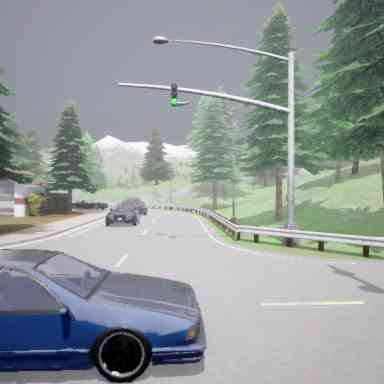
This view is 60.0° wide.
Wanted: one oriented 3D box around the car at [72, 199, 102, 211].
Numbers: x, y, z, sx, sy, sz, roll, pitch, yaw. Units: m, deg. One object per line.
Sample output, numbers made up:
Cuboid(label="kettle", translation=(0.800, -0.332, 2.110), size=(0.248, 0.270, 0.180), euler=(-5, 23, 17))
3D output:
Cuboid(label="car", translation=(-12.654, 1.567, 40.478), size=(4.718, 1.301, 1.895), euler=(0, 0, 12))

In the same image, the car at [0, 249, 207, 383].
Cuboid(label="car", translation=(-2.518, 1.573, 4.695), size=(5.357, 1.411, 2.033), euler=(0, 0, -3))

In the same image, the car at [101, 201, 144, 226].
Cuboid(label="car", translation=(-4.731, 1.542, 23.176), size=(1.994, 1.385, 4.181), euler=(0, 0, -4))

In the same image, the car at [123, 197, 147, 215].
Cuboid(label="car", translation=(-5.854, 1.322, 32.937), size=(2.097, 1.767, 4.553), euler=(0, 0, -21))
